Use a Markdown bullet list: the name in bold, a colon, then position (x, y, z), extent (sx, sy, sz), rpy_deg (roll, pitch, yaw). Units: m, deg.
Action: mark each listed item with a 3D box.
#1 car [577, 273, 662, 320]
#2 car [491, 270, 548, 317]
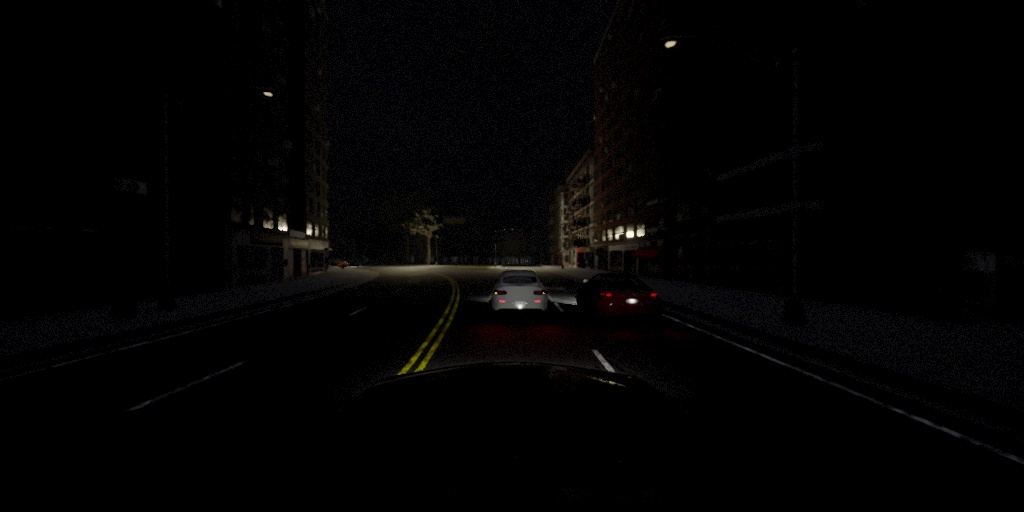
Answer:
- **car**: position (3.489, 1.271, 12.371), extent (1.994, 1.385, 4.181), rpy_deg (0, 0, 0)
- **car**: position (0.245, 1.235, 12.855), extent (1.812, 1.442, 4.674), rpy_deg (0, 0, 0)
